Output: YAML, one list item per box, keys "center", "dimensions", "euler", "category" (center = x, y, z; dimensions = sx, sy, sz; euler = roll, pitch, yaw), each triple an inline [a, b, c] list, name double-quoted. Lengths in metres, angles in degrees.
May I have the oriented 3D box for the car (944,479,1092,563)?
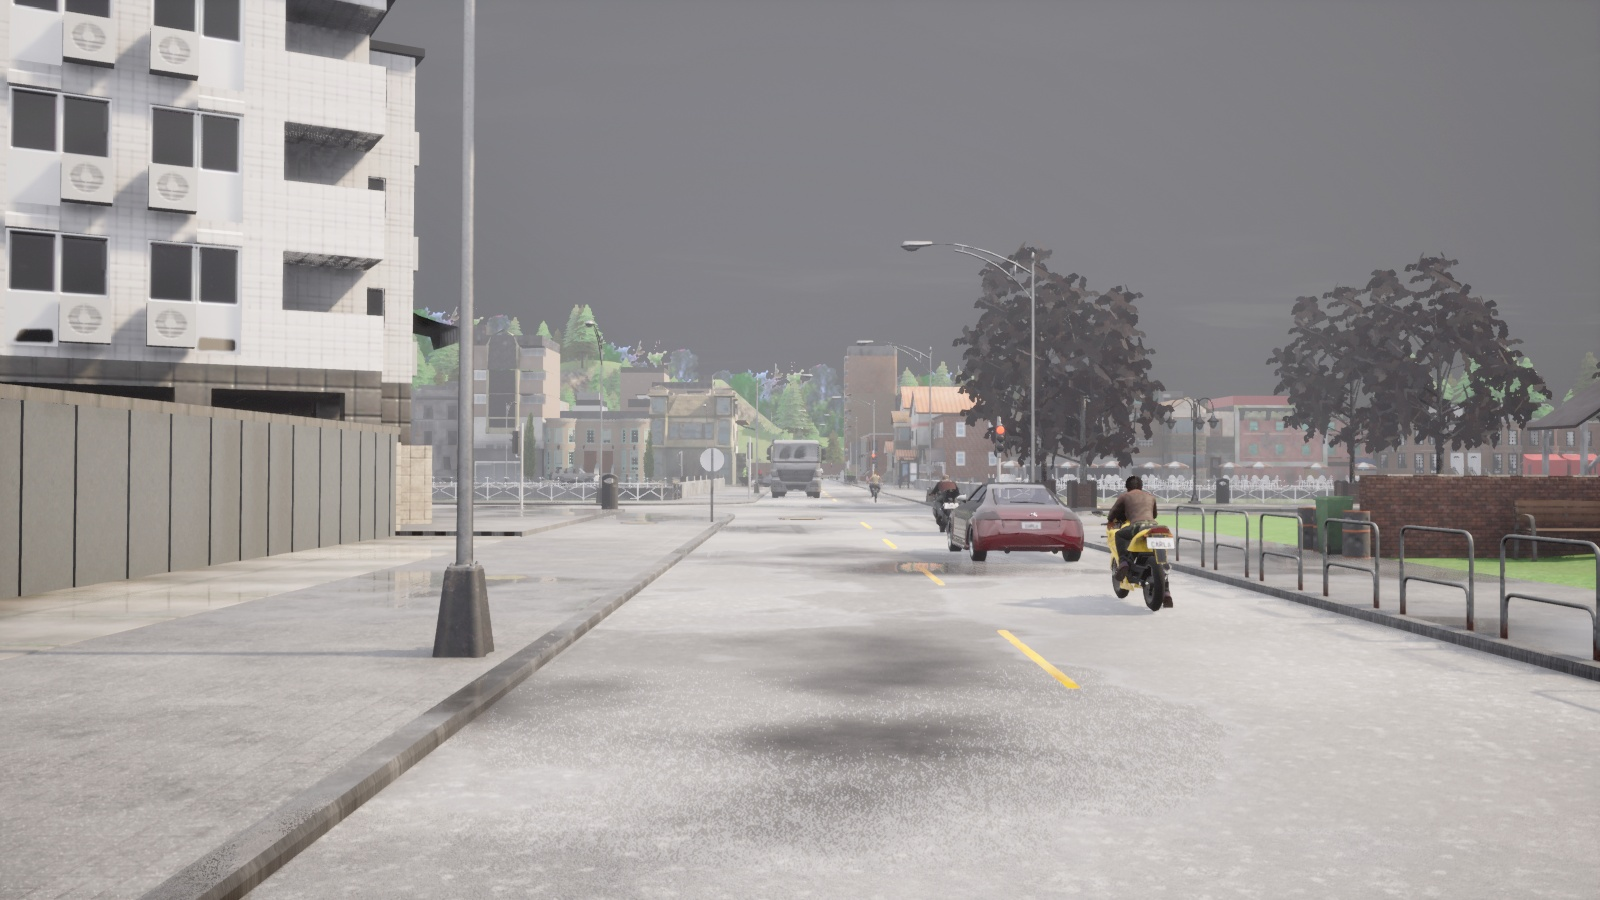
- center: [3.933, 1.254, 23.348]
  dimensions: [1.994, 1.385, 4.181]
  euler: [0, -1, 0]
  category: "car"

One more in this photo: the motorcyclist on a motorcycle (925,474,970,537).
- center: [3.677, 1.362, 31.448]
  dimensions: [0.866, 1.530, 2.191]
  euler: [0, -1, 0]
  category: "motorcyclist on a motorcycle"

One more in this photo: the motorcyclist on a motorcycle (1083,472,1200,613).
- center: [3.957, 1.028, 14.727]
  dimensions: [0.797, 1.523, 2.044]
  euler: [0, -1, 0]
  category: "motorcyclist on a motorcycle"

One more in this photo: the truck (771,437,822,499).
- center: [-0.218, 1.085, 74.708]
  dimensions: [2.891, 3.462, 7.936]
  euler: [0, -1, 0]
  category: "truck"
